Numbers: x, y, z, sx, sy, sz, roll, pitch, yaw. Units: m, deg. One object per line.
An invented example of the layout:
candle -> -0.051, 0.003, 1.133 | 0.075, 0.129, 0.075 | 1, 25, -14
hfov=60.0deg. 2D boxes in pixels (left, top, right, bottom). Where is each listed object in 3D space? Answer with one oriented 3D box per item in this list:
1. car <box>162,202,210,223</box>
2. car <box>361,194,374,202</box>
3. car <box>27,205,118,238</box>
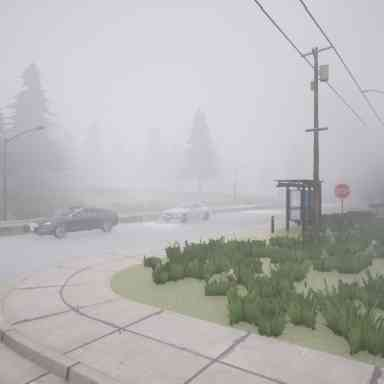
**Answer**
car -> -0.319, 1.526, 25.845 | 1.812, 1.442, 4.674 | 0, 0, 36
car -> 40.420, 1.355, 76.466 | 2.097, 1.767, 4.553 | 0, 0, 36
car -> -6.165, 1.492, 17.772 | 2.128, 1.511, 4.902 | 0, 0, 36
